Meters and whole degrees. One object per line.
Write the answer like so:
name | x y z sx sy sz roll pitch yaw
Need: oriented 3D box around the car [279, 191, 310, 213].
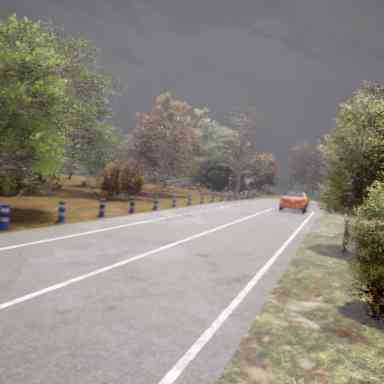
car | 8.834 0.674 28.267 2.097 1.767 4.553 5 3 23
